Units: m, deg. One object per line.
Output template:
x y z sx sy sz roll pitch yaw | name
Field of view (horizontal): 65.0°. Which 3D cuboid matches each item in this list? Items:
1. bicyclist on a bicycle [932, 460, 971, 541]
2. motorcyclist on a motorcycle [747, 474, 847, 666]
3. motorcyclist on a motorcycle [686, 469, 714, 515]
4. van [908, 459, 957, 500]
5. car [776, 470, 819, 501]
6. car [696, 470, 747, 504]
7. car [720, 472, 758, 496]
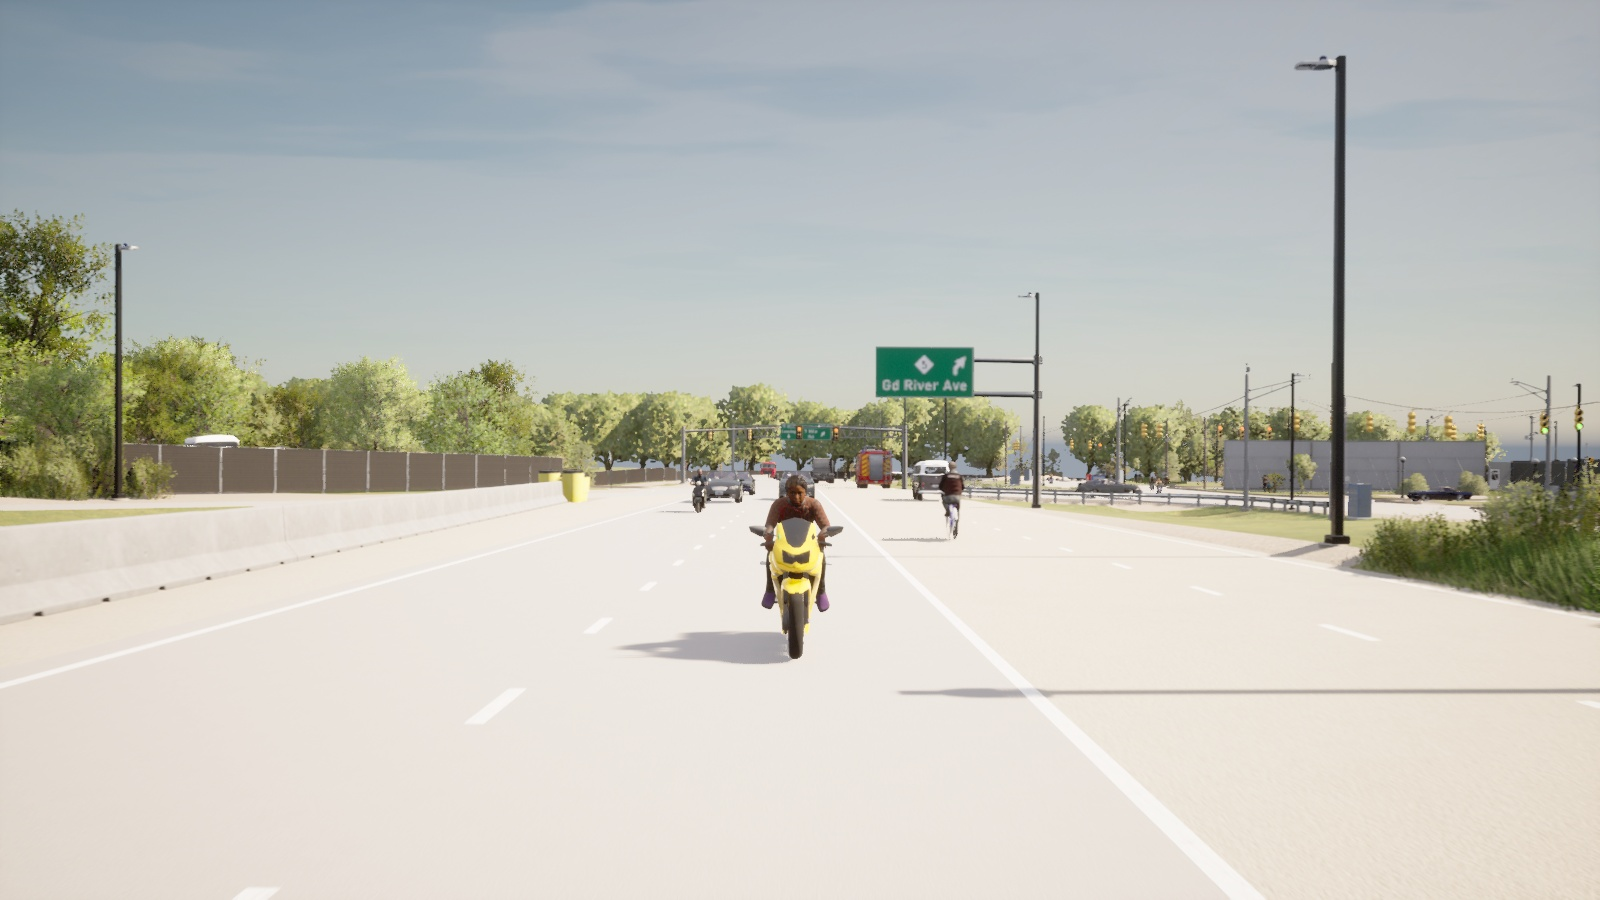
3.433 1.128 28.557 0.659 1.776 1.843 0 -1 0 | bicyclist on a bicycle
-0.026 0.977 11.038 0.797 1.523 2.044 0 -1 0 | motorcyclist on a motorcycle
-3.606 1.498 45.226 0.866 1.590 1.817 0 -1 0 | motorcyclist on a motorcycle
6.846 1.527 65.261 2.069 2.038 4.480 0 -1 0 | van
-0.151 1.779 64.650 2.128 1.511 4.902 0 -1 0 | car
-3.638 1.711 59.176 2.128 1.511 4.902 0 -1 0 | car
-3.671 2.066 76.566 2.033 1.411 5.357 0 -1 0 | car
